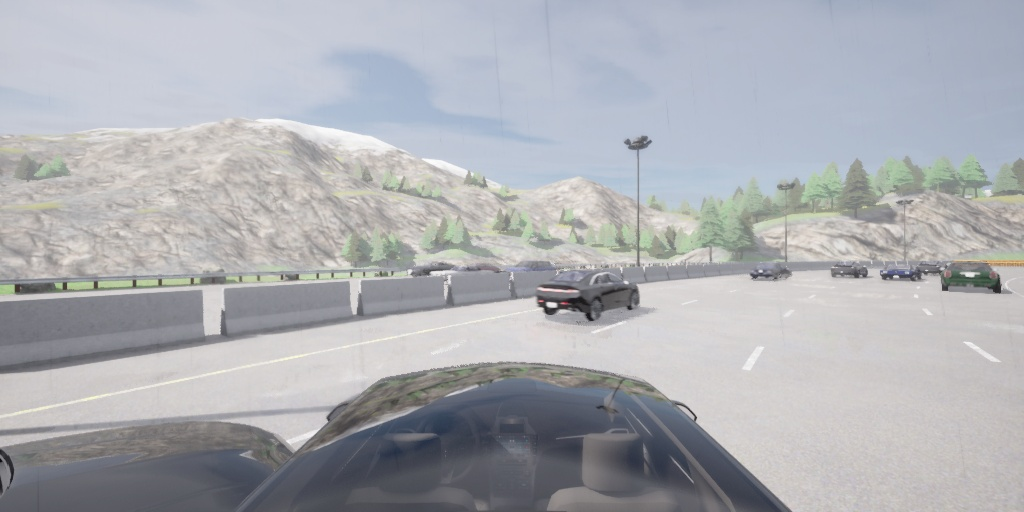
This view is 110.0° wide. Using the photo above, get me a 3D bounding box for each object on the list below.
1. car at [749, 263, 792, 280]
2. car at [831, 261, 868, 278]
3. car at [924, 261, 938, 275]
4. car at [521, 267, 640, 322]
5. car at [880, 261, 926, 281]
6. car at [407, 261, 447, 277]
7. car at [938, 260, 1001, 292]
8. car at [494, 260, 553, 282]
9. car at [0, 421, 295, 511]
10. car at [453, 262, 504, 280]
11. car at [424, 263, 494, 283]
[{"bbox_3d":[22.465,1.298,31.101,5.357,1.411,2.033,0,0,-38],"label":"car"},{"bbox_3d":[31.375,1.242,33.342,4.902,1.511,2.128,0,0,-35],"label":"car"},{"bbox_3d":[43.313,1.242,36.865,4.902,1.511,2.128,0,0,-31],"label":"car"},{"bbox_3d":[2.802,1.241,12.526,2.128,1.511,4.902,0,0,42],"label":"car"},{"bbox_3d":[32.308,1.351,29.733,4.718,1.301,1.895,0,0,-35],"label":"car"},{"bbox_3d":[-7.179,1.241,32.819,2.128,1.511,4.902,0,0,45],"label":"car"},{"bbox_3d":[27.104,1.101,21.293,4.553,1.767,2.097,0,0,-40],"label":"car"},{"bbox_3d":[1.234,1.102,26.398,4.553,1.767,2.097,0,0,-45],"label":"car"},{"bbox_3d":[-2.983,1.255,0.534,4.892,1.490,1.837,0,0,-45],"label":"car"},{"bbox_3d":[-2.947,1.314,32.112,4.181,1.385,1.994,0,0,-45],"label":"car"},{"bbox_3d":[-3.702,1.351,26.398,1.895,1.301,4.718,0,0,44],"label":"car"}]
